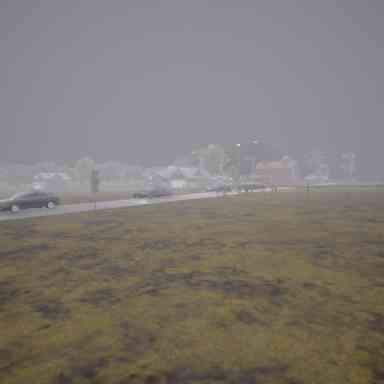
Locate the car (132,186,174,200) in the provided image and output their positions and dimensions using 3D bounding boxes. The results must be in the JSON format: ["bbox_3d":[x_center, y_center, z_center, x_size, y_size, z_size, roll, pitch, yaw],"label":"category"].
[{"bbox_3d":[-4.349,0.048,38.038,2.033,1.411,5.357,1,3,36],"label":"car"}]

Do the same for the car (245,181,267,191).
[{"bbox_3d":[10.281,-0.968,53.145,1.882,1.535,5.008,1,3,36],"label":"car"}]

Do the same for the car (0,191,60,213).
[{"bbox_3d":[-12.938,0.720,26.241,1.837,1.490,4.892,1,4,36],"label":"car"}]

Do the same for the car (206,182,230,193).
[{"bbox_3d":[3.866,-0.669,49.265,2.128,1.511,4.902,1,3,36],"label":"car"}]
